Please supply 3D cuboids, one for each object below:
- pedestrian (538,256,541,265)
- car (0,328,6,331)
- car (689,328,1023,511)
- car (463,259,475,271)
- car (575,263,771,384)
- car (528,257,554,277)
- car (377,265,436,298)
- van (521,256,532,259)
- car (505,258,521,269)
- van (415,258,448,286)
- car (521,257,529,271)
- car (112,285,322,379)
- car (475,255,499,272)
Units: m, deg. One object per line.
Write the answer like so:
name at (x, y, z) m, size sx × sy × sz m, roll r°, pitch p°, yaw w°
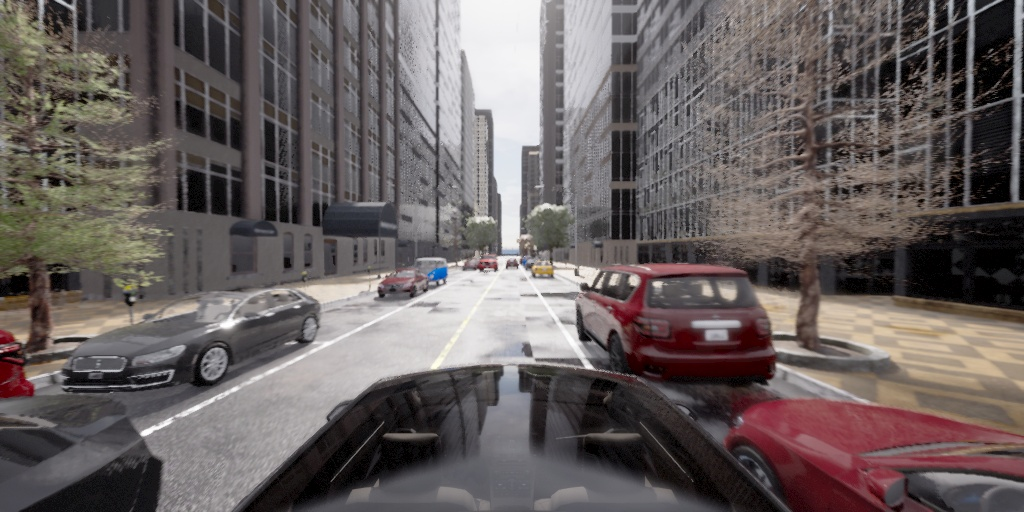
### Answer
pedestrian at (2.747, 0.927, 35.896) m, size 0.375 × 1.860 × 0.375 m, roll -1°, pitch 1°, yaw 0°
car at (-5.317, 1.067, 1.122) m, size 2.192 × 1.841 × 5.009 m, roll 0°, pitch 0°, yaw 0°
car at (2.531, 1.334, 1.152) m, size 1.802 × 1.307 × 4.207 m, roll 0°, pitch 0°, yaw 0°
car at (-5.320, 1.181, 46.310) m, size 1.802 × 1.307 × 4.207 m, roll 0°, pitch 0°, yaw 0°
car at (2.531, 1.047, 6.801) m, size 2.192 × 1.841 × 5.009 m, roll 0°, pitch 0°, yaw 0°
car at (2.747, 1.099, 32.916) m, size 1.801 × 1.575 × 5.366 m, roll 0°, pitch 0°, yaw 0°
car at (-5.318, 1.275, 18.068) m, size 1.802 × 1.307 × 4.207 m, roll 0°, pitch 0°, yaw 0°
van at (2.560, 0.904, 57.639) m, size 1.690 × 1.789 × 3.998 m, roll 0°, pitch 0°, yaw 0°
car at (0.035, 1.107, 52.174) m, size 1.812 × 1.442 × 4.674 m, roll 0°, pitch 0°, yaw 0°
van at (-5.318, 1.015, 23.716) m, size 1.690 × 1.789 × 3.998 m, roll 0°, pitch 0°, yaw 0°
car at (2.561, 1.149, 46.342) m, size 2.007 × 1.370 × 4.403 m, roll 0°, pitch 0°, yaw 0°
car at (-5.317, 1.283, 6.771) m, size 2.007 × 1.370 × 4.403 m, roll 0°, pitch 0°, yaw 0°
car at (-2.831, 0.830, 44.051) m, size 2.150 × 2.045 × 5.566 m, roll 0°, pitch 0°, yaw 0°
